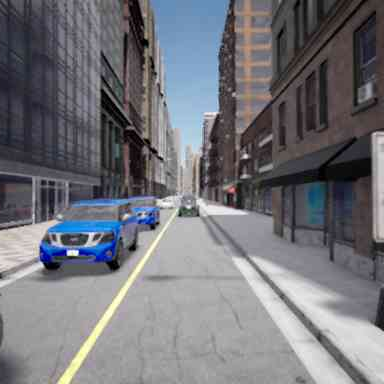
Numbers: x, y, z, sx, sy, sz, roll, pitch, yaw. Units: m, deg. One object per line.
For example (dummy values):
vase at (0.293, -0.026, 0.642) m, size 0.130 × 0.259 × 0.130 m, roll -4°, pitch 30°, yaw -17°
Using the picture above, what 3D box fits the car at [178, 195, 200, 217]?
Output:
car at (-0.310, 1.503, 33.639) m, size 2.097 × 1.767 × 4.553 m, roll 0°, pitch 0°, yaw -1°

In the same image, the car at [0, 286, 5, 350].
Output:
car at (-3.103, 1.242, 1.375) m, size 2.150 × 2.045 × 5.566 m, roll 0°, pitch 0°, yaw -1°

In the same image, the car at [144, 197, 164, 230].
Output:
car at (-3.350, 1.337, 22.425) m, size 2.150 × 2.045 × 5.566 m, roll 0°, pitch 0°, yaw -1°

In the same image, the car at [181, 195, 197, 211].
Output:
car at (-0.466, 1.432, 46.416) m, size 2.150 × 2.045 × 5.566 m, roll 0°, pitch 0°, yaw -1°

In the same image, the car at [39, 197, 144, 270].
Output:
car at (-3.229, 1.289, 11.675) m, size 2.150 × 2.045 × 5.566 m, roll 0°, pitch 0°, yaw -1°

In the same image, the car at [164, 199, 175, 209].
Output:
car at (-3.597, 1.805, 48.967) m, size 1.812 × 1.442 × 4.674 m, roll 0°, pitch 0°, yaw -1°
